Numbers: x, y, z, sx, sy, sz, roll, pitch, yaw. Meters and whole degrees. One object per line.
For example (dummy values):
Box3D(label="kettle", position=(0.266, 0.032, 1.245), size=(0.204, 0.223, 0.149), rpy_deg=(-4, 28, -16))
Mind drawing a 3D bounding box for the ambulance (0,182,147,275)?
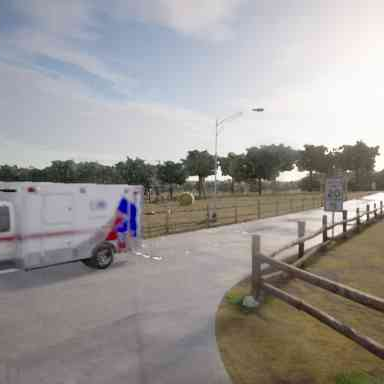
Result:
Box3D(label="ambulance", position=(-4.168, 0.967, 8.993), size=(2.351, 2.431, 6.366), rpy_deg=(1, 0, 35))
